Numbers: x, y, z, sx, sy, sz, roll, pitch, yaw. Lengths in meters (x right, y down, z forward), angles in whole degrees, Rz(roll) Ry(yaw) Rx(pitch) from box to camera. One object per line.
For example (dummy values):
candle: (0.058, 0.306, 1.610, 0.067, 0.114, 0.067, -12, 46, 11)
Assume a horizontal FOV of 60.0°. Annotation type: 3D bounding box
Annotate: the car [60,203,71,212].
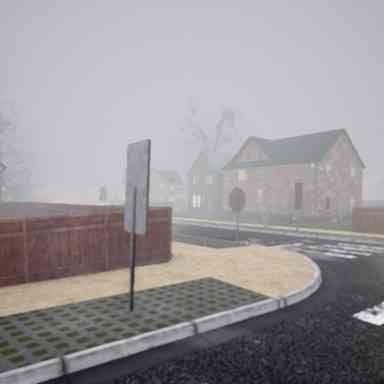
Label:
car: (-17.655, 2.231, 46.494, 1.895, 1.301, 4.718, 2, -2, -28)
